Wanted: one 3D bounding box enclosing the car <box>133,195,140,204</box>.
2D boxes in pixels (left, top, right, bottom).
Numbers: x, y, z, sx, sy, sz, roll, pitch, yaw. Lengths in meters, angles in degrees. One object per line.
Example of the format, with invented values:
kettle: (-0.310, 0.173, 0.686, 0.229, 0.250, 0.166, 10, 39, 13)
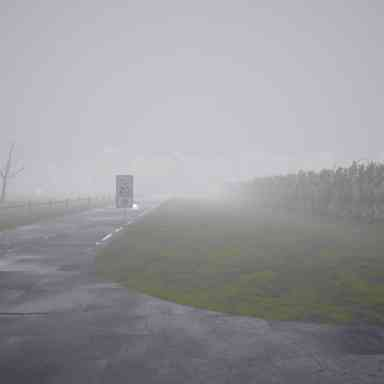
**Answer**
car: (-9.423, 1.146, 52.368, 1.895, 1.301, 4.718, 1, 0, -2)
